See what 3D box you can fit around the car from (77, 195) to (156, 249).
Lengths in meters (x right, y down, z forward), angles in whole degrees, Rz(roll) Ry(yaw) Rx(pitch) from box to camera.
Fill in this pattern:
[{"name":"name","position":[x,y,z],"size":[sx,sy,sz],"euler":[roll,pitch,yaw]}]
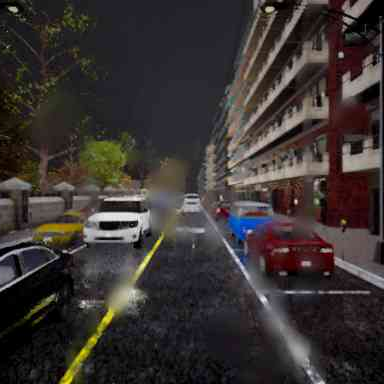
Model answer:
[{"name":"car","position":[-3.088,1.240,15.011],"size":[2.150,2.045,5.566],"euler":[0,0,0]}]

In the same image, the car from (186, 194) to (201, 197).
[{"name":"car","position":[0.026,1.294,45.696],"size":[2.150,2.045,5.566],"euler":[0,0,0]}]

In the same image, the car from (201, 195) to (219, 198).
[{"name":"car","position":[2.698,1.380,43.845],"size":[2.192,1.841,5.009],"euler":[0,0,0]}]

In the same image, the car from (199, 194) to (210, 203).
[{"name":"car","position":[2.700,1.452,71.996],"size":[2.192,1.841,5.009],"euler":[0,0,0]}]

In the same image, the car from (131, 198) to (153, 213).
[{"name":"car","position":[-5.683,1.494,38.217],"size":[1.967,1.590,4.097],"euler":[0,0,0]}]

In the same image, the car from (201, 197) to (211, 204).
[{"name":"car","position":[2.700,1.702,66.366],"size":[1.802,1.307,4.206],"euler":[0,0,0]}]

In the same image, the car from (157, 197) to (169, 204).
[{"name":"car","position":[-5.680,1.671,66.366],"size":[2.008,1.369,4.403],"euler":[0,0,0]}]

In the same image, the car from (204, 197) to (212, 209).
[{"name":"car","position":[2.697,1.599,38.215],"size":[1.887,1.381,4.507],"euler":[0,0,0]}]

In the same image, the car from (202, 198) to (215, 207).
[{"name":"car","position":[2.698,1.635,55.106],"size":[1.887,1.381,4.507],"euler":[0,0,0]}]

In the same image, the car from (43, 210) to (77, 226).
[{"name":"car","position":[-5.685,1.542,15.526],"size":[1.752,1.417,4.829],"euler":[0,0,0]}]

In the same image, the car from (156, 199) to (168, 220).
[{"name":"car","position":[-3.076,1.584,28.915],"size":[2.033,1.411,5.357],"euler":[0,0,0]}]

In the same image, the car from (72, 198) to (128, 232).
[{"name":"car","position":[-5.685,1.340,21.326],"size":[2.192,1.841,5.009],"euler":[0,0,0]}]

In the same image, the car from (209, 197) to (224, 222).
[{"name":"car","position":[2.696,1.474,26.955],"size":[1.967,1.590,4.097],"euler":[0,0,0]}]

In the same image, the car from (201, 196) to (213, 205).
[{"name":"car","position":[2.699,1.545,60.735],"size":[1.967,1.590,4.097],"euler":[0,0,0]}]

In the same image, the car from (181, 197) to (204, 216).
[{"name":"car","position":[0.004,1.572,33.567],"size":[1.812,1.442,4.674],"euler":[0,0,0]}]

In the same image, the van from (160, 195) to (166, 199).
[{"name":"van","position":[-5.682,1.431,55.107],"size":[1.690,1.788,3.998],"euler":[0,0,0]}]

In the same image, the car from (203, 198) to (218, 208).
[{"name":"car","position":[2.698,1.628,49.476],"size":[2.008,1.369,4.403],"euler":[0,0,0]}]

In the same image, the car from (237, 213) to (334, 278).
[{"name":"car","position":[2.694,1.555,10.064],"size":[1.887,1.381,4.507],"euler":[0,0,0]}]

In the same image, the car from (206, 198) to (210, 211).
[{"name":"car","position":[2.696,1.595,32.585],"size":[2.008,1.369,4.403],"euler":[0,0,0]}]

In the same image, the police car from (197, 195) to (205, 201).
[{"name":"police car","position":[2.377,1.614,87.816],"size":[1.930,1.638,5.238],"euler":[0,0,0]}]

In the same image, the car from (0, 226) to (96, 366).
[{"name":"car","position":[-3.099,1.496,4.392],"size":[2.128,1.511,4.902],"euler":[0,0,0]}]

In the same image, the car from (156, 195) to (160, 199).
[{"name":"car","position":[-5.682,1.506,43.846],"size":[1.967,1.590,4.097],"euler":[0,0,0]}]

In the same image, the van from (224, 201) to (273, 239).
[{"name":"van","position":[2.695,1.358,15.695],"size":[1.690,1.788,3.998],"euler":[0,0,0]}]
